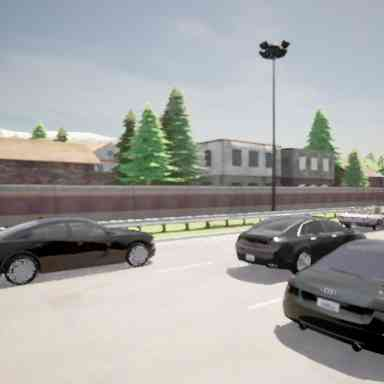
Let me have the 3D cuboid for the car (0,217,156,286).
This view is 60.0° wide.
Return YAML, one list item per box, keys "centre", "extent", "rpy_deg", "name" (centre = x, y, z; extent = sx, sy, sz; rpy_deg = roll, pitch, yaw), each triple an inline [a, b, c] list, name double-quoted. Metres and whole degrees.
- centre: [-3.400, 1.436, 9.437]
  extent: [5.008, 1.535, 1.882]
  rpy_deg: [0, 0, -36]
  name: "car"

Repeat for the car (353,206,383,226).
- centre: [10.714, 1.487, 19.644]
  extent: [4.718, 1.301, 1.895]
  rpy_deg: [0, 0, -36]
  name: "car"

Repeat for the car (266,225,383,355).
- centre: [3.516, 1.530, 5.798]
  extent: [4.181, 1.385, 1.994]
  rpy_deg: [0, 0, -36]
  name: "car"

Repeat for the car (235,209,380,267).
- centre: [3.480, 1.450, 10.093]
  extent: [4.892, 1.490, 1.837]
  rpy_deg: [0, 0, -36]
  name: "car"
